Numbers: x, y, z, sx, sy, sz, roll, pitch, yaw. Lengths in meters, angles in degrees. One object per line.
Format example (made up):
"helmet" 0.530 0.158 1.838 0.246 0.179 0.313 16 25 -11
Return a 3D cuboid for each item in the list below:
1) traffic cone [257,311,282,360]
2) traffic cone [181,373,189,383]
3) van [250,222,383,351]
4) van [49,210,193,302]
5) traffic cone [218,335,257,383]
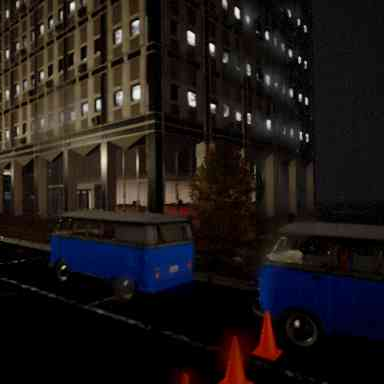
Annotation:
"traffic cone" 1.064 1.988 4.722 0.340 0.580 0.340 0 0 34
"traffic cone" -0.065 1.975 3.072 0.340 0.580 0.340 0 0 34
"van" 2.879 1.380 4.657 3.998 1.788 1.690 0 -2 36
"van" -1.853 1.382 8.119 3.998 1.788 1.690 0 -1 37
"traffic cone" 0.499 1.982 3.898 0.340 0.580 0.340 0 0 34
